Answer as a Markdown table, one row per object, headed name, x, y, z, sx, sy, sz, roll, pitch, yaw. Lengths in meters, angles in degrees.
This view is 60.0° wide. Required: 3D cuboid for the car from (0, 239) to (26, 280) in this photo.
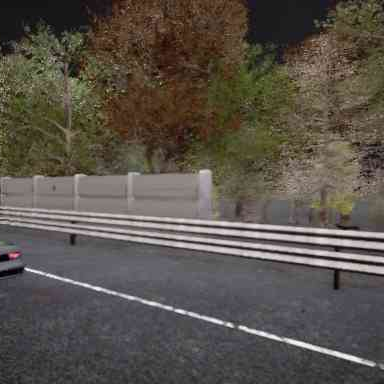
| name | x | y | z | sx | sy | sz | roll | pitch | yaw |
| --- | --- | --- | --- | --- | --- | --- | --- | --- | --- |
| car | -6.318 | 1.454 | 8.378 | 5.357 | 1.411 | 2.033 | 1 | 0 | 36 |
